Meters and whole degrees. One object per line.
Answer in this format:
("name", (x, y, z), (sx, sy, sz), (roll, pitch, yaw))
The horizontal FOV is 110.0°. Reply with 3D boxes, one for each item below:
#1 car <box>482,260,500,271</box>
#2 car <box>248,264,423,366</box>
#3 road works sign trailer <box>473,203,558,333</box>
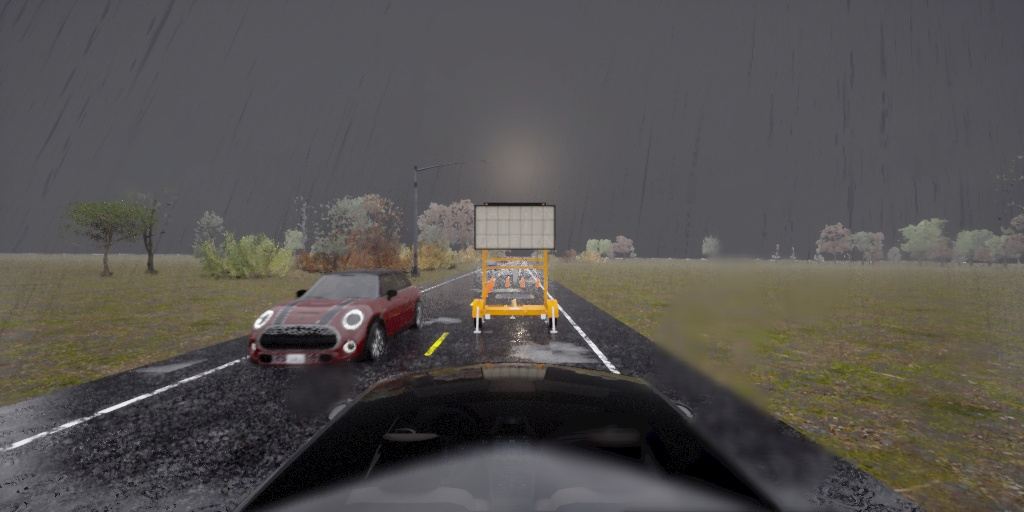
("car", (-3.041, 1.256, 48.982), (1.882, 1.535, 5.008), (0, 0, 1))
("car", (-3.549, 1.105, 8.156), (2.097, 1.767, 4.553), (0, 0, 0))
("road works sign trailer", (0.087, 0.218, 10.749), (2.380, 3.560, 2.880), (0, 0, 0))
